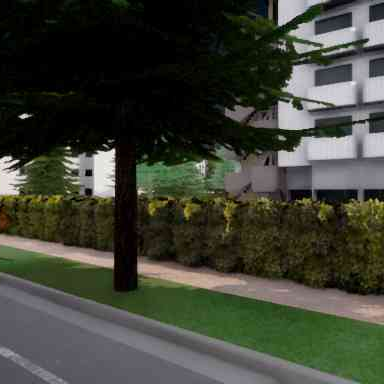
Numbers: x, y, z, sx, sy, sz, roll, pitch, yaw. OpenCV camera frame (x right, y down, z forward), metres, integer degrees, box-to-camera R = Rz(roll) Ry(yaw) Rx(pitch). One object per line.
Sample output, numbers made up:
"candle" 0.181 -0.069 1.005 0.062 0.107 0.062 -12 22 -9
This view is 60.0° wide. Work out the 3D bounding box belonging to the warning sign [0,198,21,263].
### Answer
"warning sign" -5.979 1.115 9.821 1.060 1.860 1.300 0 0 38
